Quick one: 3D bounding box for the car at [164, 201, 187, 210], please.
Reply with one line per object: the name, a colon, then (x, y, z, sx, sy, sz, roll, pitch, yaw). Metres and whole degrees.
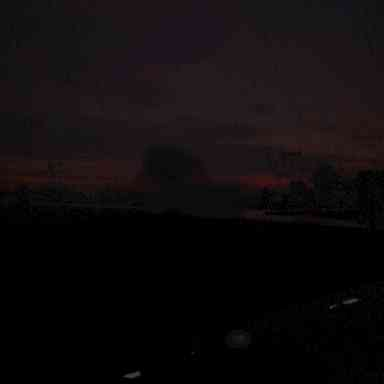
car: (-2.593, 2.096, 51.960, 1.812, 1.442, 4.674, 0, -1, -35)

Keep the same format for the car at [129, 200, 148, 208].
car: (-10.015, 2.221, 62.263, 1.882, 1.535, 5.008, 0, -1, -36)
